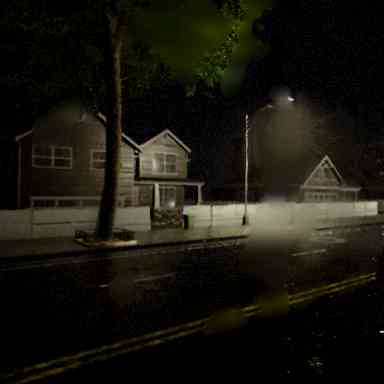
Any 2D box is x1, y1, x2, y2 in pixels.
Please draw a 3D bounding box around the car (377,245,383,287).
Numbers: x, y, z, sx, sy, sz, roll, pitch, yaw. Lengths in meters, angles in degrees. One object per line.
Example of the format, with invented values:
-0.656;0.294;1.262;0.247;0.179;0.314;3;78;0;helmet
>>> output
6.547;1.423;8.123;4.553;1.767;2.097;0;0;-36;car
